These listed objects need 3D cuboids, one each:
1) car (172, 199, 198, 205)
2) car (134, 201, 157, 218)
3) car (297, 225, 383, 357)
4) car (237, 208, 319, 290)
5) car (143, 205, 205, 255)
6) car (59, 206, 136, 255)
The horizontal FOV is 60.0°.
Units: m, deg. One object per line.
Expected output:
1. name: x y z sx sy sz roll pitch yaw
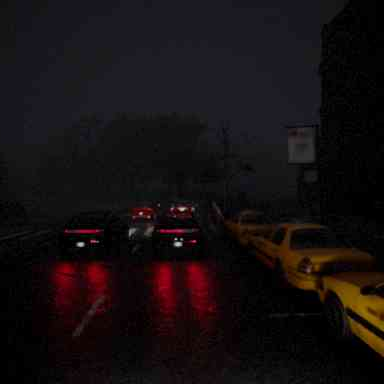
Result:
1. car: -0.600 1.368 27.251 2.097 1.767 4.553 0 0 3
2. car: -3.810 1.497 28.151 1.882 1.535 5.008 0 0 3
3. car: 3.103 1.451 3.521 1.946 1.575 5.366 -1 0 -3
4. car: 2.804 1.457 9.038 1.946 1.575 5.366 -1 0 -3
5. car: -0.545 1.504 13.336 2.128 1.511 4.902 -1 0 -2
6. car: -3.803 1.532 13.520 2.128 1.511 4.902 -1 0 -2
